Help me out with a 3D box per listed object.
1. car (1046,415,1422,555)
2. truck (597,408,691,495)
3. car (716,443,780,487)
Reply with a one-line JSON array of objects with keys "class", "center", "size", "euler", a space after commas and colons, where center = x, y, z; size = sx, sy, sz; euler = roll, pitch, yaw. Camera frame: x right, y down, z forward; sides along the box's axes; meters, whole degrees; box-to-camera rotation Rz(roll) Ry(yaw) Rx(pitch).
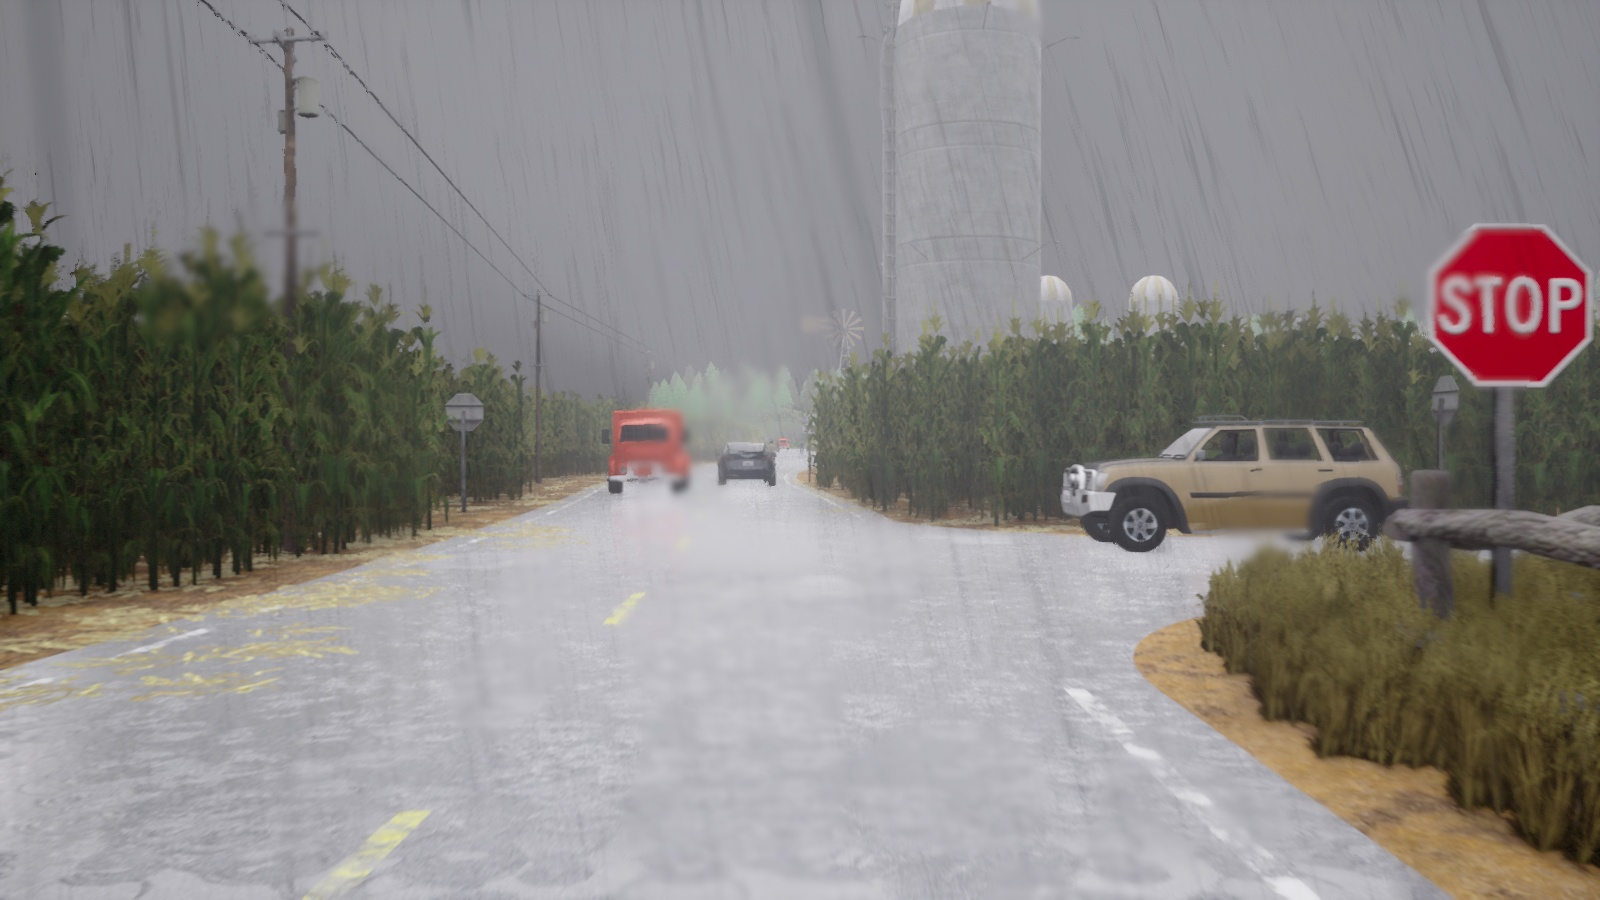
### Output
[{"class": "car", "center": [5.939, 0.463, 17.606], "size": [4.605, 1.855, 1.932], "euler": [0, 0, 0]}, {"class": "truck", "center": [-4.613, 0.030, 38.048], "size": [2.627, 2.467, 5.204], "euler": [0, 0, -5]}, {"class": "car", "center": [-1.922, 0.478, 44.851], "size": [2.163, 1.488, 4.792], "euler": [0, 0, -4]}]
